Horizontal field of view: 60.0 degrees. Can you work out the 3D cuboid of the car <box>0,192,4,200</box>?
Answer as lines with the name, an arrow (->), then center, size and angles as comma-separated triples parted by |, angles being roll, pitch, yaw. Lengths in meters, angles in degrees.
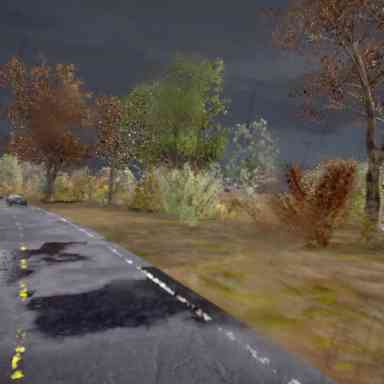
car -> -33.974, 0.675, 57.479 | 1.895, 1.301, 4.718 | 2, 0, -39

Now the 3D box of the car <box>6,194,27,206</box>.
car -> -21.505, 0.943, 40.768 | 1.812, 1.442, 4.674 | 2, 0, -34
